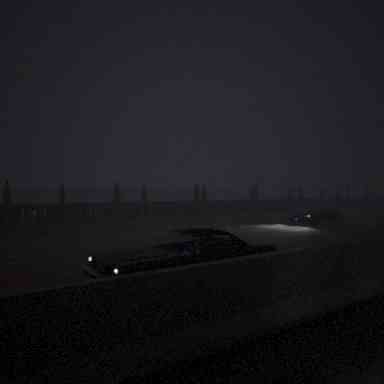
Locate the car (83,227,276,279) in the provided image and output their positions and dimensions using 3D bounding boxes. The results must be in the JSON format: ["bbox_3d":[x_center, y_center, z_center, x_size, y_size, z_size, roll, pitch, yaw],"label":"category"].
[{"bbox_3d":[-0.141,1.604,8.227,4.718,1.301,1.895,0,0,-36],"label":"car"}]

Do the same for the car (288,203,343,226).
[{"bbox_3d":[8.792,1.530,23.370,4.674,1.442,1.812,0,0,-36],"label":"car"}]
